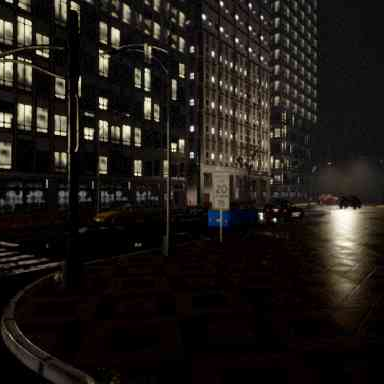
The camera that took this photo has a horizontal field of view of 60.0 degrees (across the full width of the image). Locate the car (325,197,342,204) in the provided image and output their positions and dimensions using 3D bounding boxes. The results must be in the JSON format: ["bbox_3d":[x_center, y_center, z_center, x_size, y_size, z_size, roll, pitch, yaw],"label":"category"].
[{"bbox_3d":[28.530,1.624,66.953,2.008,1.369,4.403,0,0,38],"label":"car"}]

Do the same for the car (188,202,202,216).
[{"bbox_3d":[1.342,1.603,31.711,1.802,1.307,4.206,0,0,38],"label":"car"}]

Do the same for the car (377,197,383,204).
[{"bbox_3d":[38.167,1.658,66.543,1.947,1.339,4.313,0,0,38],"label":"car"}]

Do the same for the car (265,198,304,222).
[{"bbox_3d":[7.581,1.472,26.897,1.967,1.590,4.097,0,0,38],"label":"car"}]

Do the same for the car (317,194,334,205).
[{"bbox_3d":[25.132,1.380,62.548,2.192,1.841,5.009,0,0,38],"label":"car"}]

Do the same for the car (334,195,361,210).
[{"bbox_3d":[21.175,1.368,44.518,2.192,1.841,5.009,0,0,38],"label":"car"}]

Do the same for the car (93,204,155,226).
[{"bbox_3d":[-4.774,1.540,23.995,1.752,1.417,4.829,0,0,38],"label":"car"}]

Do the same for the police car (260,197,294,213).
[{"bbox_3d":[9.967,1.459,38.689,1.930,1.638,5.238,0,0,38],"label":"police car"}]

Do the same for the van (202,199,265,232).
[{"bbox_3d":[2.612,1.368,20.273,1.690,1.788,3.998,0,0,38],"label":"van"}]
